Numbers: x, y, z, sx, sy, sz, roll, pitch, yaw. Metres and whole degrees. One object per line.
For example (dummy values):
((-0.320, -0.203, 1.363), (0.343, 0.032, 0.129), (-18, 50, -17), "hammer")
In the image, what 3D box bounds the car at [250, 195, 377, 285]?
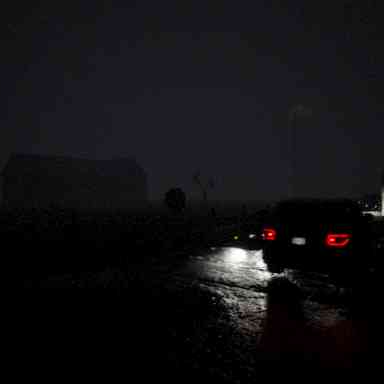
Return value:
((3.899, 1.205, 9.815), (2.150, 2.045, 5.566), (1, 0, 33), "car")

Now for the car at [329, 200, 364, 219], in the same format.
((13.970, 1.514, 29.925), (1.994, 1.385, 4.181), (0, 0, 37), "car")

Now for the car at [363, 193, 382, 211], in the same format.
((21.540, 1.161, 40.031), (2.150, 2.045, 5.566), (0, 1, 37), "car")

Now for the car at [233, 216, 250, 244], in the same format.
((3.458, 1.530, 14.662), (1.994, 1.385, 4.181), (0, 0, 34), "car")

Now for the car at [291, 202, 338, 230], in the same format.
((8.185, 1.483, 21.896), (1.812, 1.442, 4.674), (0, 0, 34), "car")
